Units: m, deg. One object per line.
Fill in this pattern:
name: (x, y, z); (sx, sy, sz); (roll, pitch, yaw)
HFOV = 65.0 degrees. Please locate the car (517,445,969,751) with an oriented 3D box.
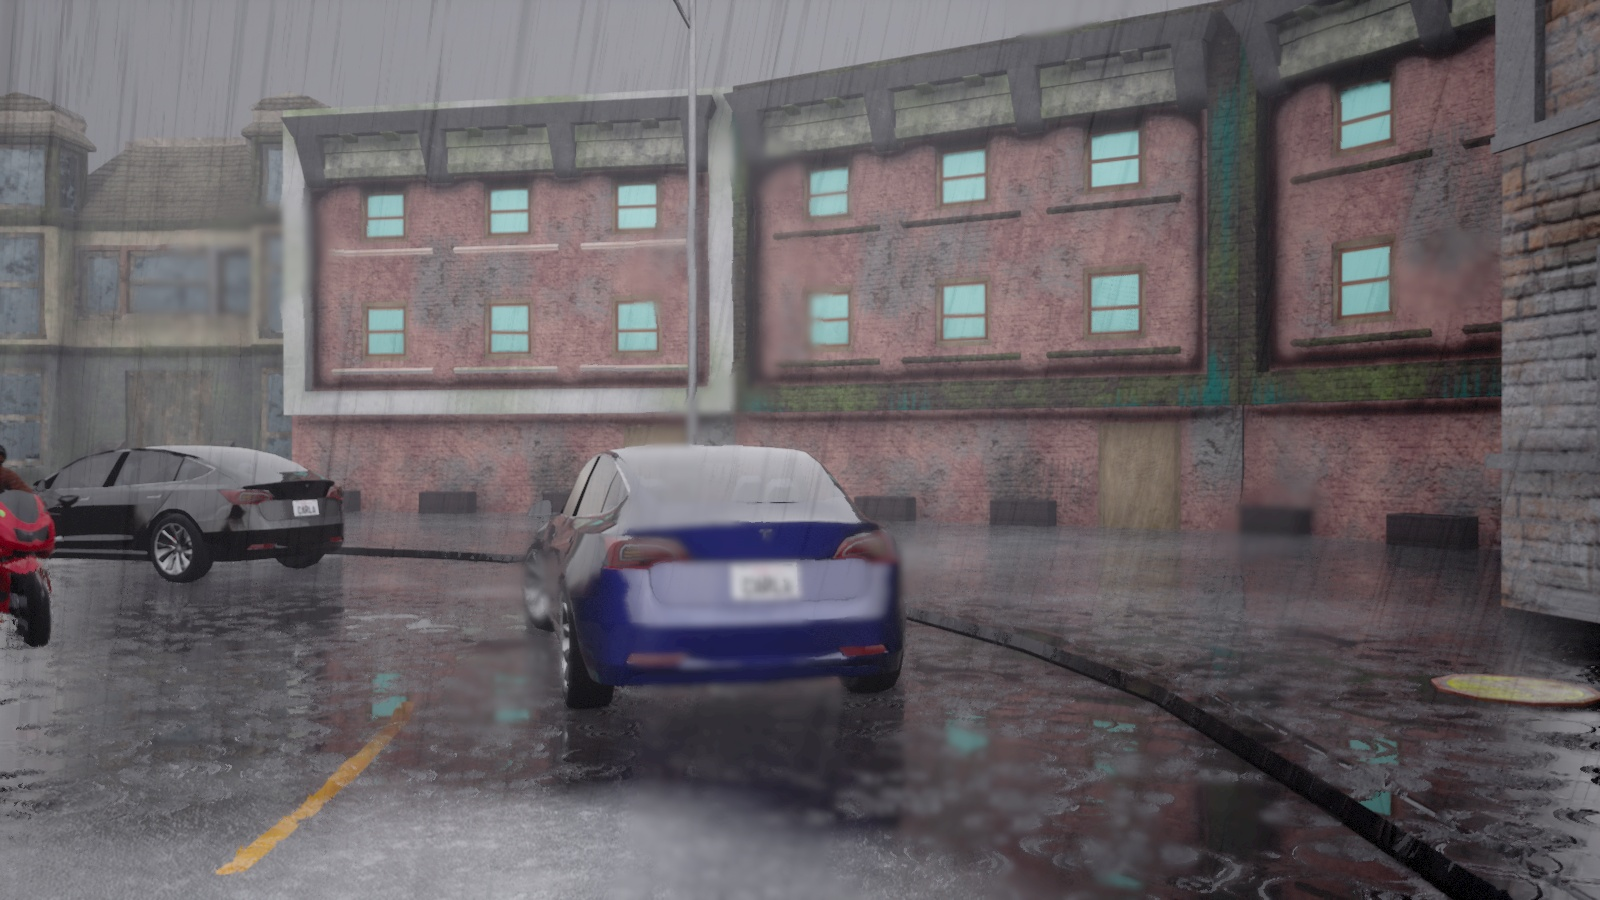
car: (-0.760, 0.709, 8.693); (2.163, 1.488, 4.792); (0, 0, -15)

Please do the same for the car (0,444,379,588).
car: (-7.652, 0.675, 14.910); (4.792, 1.488, 2.163); (0, 0, 23)

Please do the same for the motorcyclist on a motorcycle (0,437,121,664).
motorcyclist on a motorcycle: (-6.074, 0.683, 9.498); (2.044, 1.523, 0.797); (0, 3, 37)
